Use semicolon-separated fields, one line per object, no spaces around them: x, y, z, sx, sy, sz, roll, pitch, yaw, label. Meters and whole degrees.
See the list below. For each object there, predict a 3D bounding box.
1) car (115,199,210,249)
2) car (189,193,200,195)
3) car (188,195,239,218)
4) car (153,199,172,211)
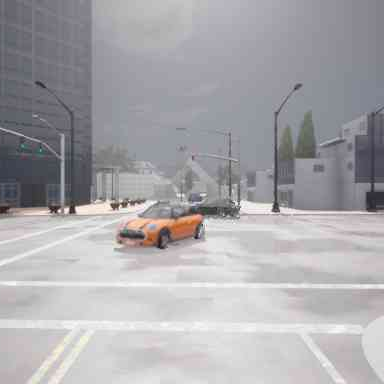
-1.268;1.366;14.727;2.097;1.767;4.553;0;0;30;car
0.710;1.221;67.356;2.150;2.045;5.566;0;0;12;car
1.919;1.360;30.109;4.553;1.767;2.097;0;-1;38;car
-3.619;1.601;41.646;1.895;1.301;4.718;0;0;0;car
